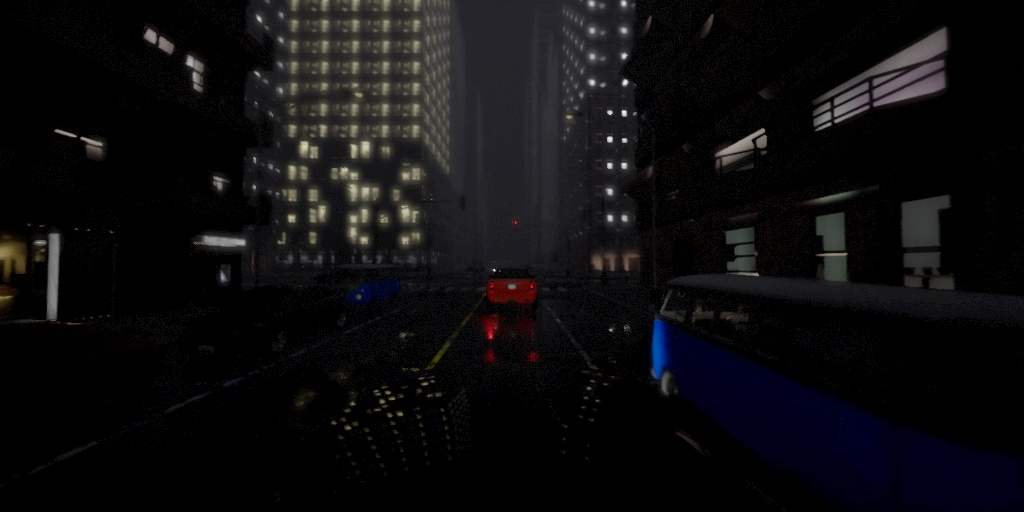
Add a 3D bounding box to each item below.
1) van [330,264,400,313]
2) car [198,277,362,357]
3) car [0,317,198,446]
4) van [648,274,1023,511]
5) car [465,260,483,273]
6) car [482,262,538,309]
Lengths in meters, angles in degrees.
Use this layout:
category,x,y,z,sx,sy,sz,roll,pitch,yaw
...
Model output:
category,x,y,z,sx,sy,sz,roll,pitch,yaw
van,-5.829,1.209,14.369,1.690,1.789,3.998,0,0,0
car,-5.658,1.382,8.828,1.948,1.339,4.313,0,0,0
car,-5.657,1.347,3.288,1.802,1.307,4.207,0,0,0
van,2.691,1.106,3.342,1.690,1.789,3.998,0,0,0
car,-5.697,1.664,52.433,1.967,1.591,4.097,0,0,0
car,-0.002,1.233,15.957,2.097,1.767,4.553,0,-1,0
